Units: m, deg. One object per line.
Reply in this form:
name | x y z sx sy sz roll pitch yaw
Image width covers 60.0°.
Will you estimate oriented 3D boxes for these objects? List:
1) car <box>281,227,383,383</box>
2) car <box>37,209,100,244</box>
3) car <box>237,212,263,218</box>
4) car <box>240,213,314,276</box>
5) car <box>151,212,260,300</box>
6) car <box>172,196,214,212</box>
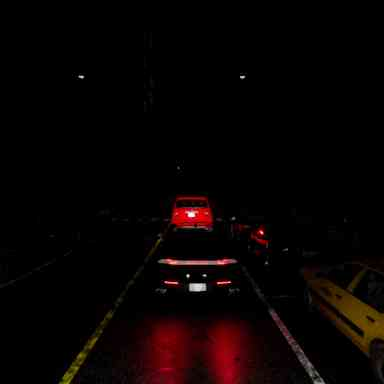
car | 2.865 1.524 4.781 1.752 1.417 4.829 -1 0 0
car | -5.682 1.539 15.778 1.887 1.381 4.507 -1 0 0
car | 2.863 1.576 15.783 1.802 1.307 4.206 -1 0 0
car | 2.864 1.562 10.197 1.947 1.339 4.313 -1 0 0
car | 0.097 1.489 8.370 2.128 1.511 4.902 0 0 0
car | 0.063 1.215 18.738 2.150 2.045 5.566 0 0 2
